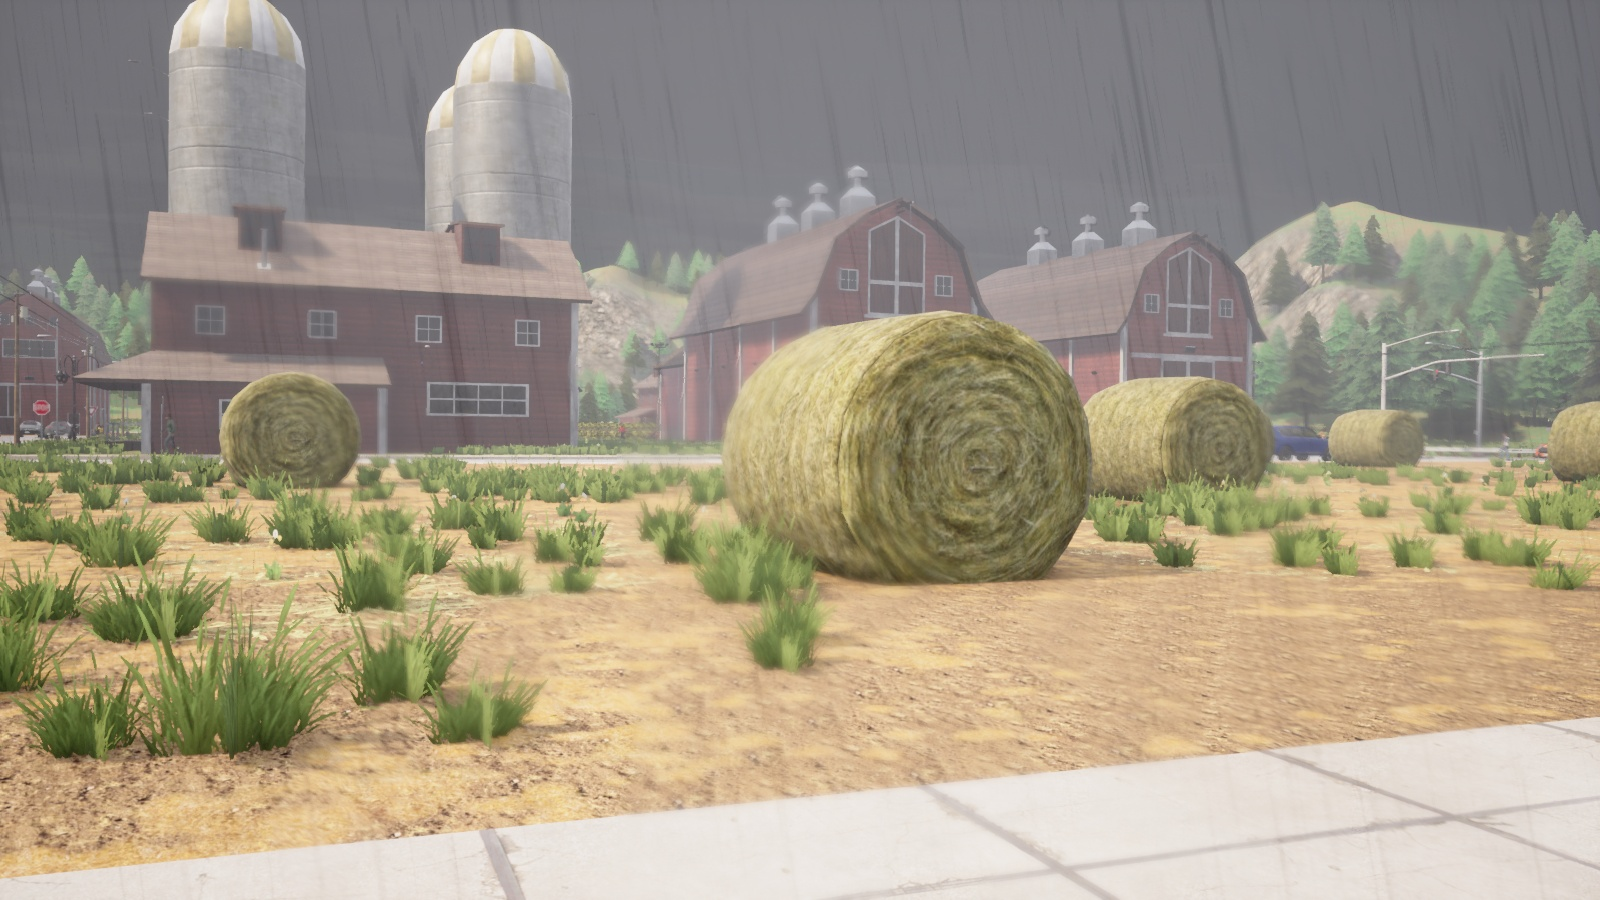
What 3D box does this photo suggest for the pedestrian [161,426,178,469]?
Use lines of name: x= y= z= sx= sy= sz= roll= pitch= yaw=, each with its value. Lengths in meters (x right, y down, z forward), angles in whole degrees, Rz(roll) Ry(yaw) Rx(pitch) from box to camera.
pedestrian: x=-26.816 y=-0.111 z=53.414 sx=0.614 sy=1.847 sz=0.353 roll=-1 pitch=1 yaw=-27

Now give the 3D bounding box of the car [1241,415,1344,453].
car: x=27.680 y=-0.921 z=70.506 sx=5.566 sy=2.045 sz=2.150 roll=-1 pitch=1 yaw=-25
